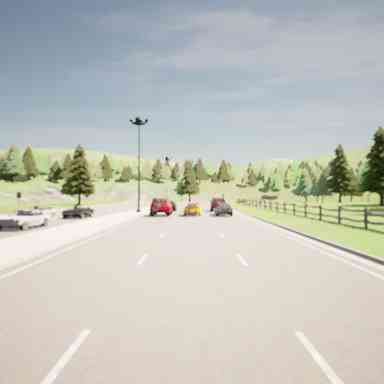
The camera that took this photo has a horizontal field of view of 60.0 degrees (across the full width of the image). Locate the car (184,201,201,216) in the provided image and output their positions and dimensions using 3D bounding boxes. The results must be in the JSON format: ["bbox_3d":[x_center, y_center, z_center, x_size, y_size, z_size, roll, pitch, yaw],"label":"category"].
[{"bbox_3d":[0.050,1.922,38.009,1.882,1.535,5.008,0,-1,1],"label":"car"}]

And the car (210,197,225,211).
[{"bbox_3d":[3.771,1.785,48.219,2.150,2.045,5.566,0,-1,2],"label":"car"}]

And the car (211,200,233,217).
[{"bbox_3d":[3.546,1.987,37.591,2.033,1.411,5.357,0,-1,1],"label":"car"}]

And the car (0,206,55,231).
[{"bbox_3d":[-11.575,1.868,22.865,1.895,1.301,4.718,0,-1,0],"label":"car"}]

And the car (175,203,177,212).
[{"bbox_3d":[-3.228,2.043,48.372,1.882,1.535,5.008,0,-1,2],"label":"car"}]

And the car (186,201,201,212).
[{"bbox_3d":[0.271,2.055,48.279,2.128,1.511,4.902,0,-1,2],"label":"car"}]

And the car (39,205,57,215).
[{"bbox_3d":[-14.989,1.981,32.546,1.895,1.301,4.718,0,-1,0],"label":"car"}]

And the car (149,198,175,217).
[{"bbox_3d":[-3.453,1.661,37.631,2.150,2.045,5.566,0,-1,1],"label":"car"}]

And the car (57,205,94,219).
[{"bbox_3d":[-11.488,1.994,33.701,1.895,1.301,4.718,0,-1,0],"label":"car"}]
